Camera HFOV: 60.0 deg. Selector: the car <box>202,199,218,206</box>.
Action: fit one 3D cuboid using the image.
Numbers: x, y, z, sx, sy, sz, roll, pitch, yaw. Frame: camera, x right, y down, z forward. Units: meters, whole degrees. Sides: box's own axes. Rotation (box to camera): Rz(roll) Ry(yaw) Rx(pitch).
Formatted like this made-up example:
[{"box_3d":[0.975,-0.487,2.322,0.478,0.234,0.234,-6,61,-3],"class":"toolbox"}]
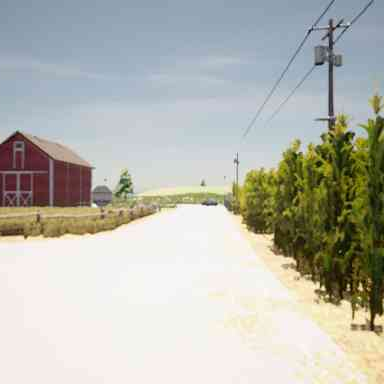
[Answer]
[{"box_3d":[3.422,2.090,65.491,1.994,1.385,4.181,0,0,-20],"class":"car"}]
